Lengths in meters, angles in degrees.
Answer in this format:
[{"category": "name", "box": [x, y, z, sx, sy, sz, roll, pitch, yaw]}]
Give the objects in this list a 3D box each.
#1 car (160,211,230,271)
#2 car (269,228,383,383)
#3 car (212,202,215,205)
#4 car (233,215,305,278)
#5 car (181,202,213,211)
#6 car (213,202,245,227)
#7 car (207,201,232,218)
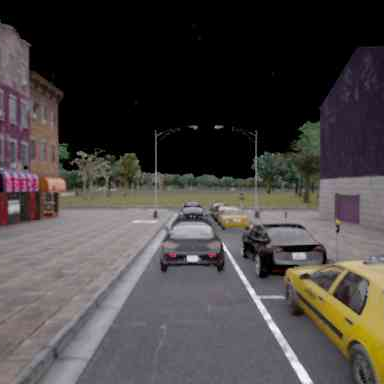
[{"category": "car", "box": [-0.002, 1.560, 10.870, 1.812, 1.442, 4.674, 0, 0, 0]}, {"category": "car", "box": [2.612, 1.541, 4.790, 1.752, 1.417, 4.829, -1, 0, 0]}, {"category": "car", "box": [2.563, 1.667, 26.749, 1.802, 1.307, 4.206, -1, 0, 0]}, {"category": "car", "box": [2.601, 1.598, 10.152, 1.947, 1.339, 4.313, -1, 0, 0]}, {"category": "car", "box": [0.056, 1.569, 20.184, 1.837, 1.490, 4.892, 0, 0, 0]}, {"category": "car", "box": [2.574, 1.594, 21.386, 1.752, 1.417, 4.829, -1, 0, 0]}, {"category": "car", "box": [2.550, 1.654, 32.281, 2.008, 1.369, 4.403, -1, 0, 0]}]
